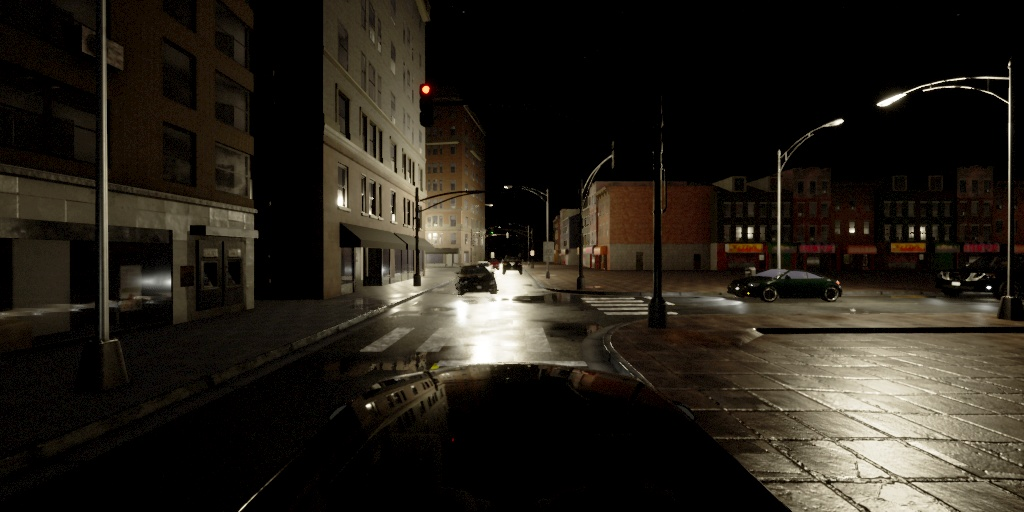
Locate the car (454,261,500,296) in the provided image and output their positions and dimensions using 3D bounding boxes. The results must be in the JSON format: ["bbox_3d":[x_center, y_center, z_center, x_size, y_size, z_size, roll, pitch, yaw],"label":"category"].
[{"bbox_3d":[-2.114,1.228,19.671,1.882,1.535,5.008,0,0,-12],"label":"car"}]

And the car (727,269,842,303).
[{"bbox_3d":[12.039,1.261,15.999,4.181,1.385,1.994,0,0,0],"label":"car"}]

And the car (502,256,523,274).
[{"bbox_3d":[0.055,0.982,41.026,2.150,2.045,5.566,0,0,0],"label":"car"}]

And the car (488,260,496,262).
[{"bbox_3d":[-2.860,1.280,35.481,1.812,1.442,4.674,0,0,0],"label":"car"}]

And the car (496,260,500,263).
[{"bbox_3d":[-2.783,1.240,51.189,1.882,1.535,5.008,0,0,0],"label":"car"}]

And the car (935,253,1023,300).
[{"bbox_3d":[22.622,0.879,16.058,5.566,2.045,2.150,0,0,-1],"label":"car"}]
